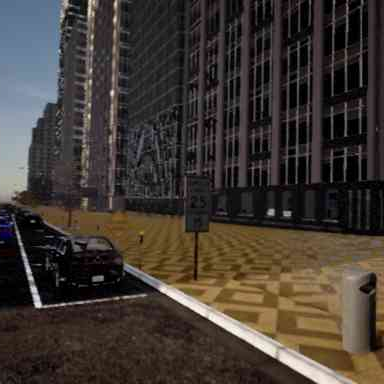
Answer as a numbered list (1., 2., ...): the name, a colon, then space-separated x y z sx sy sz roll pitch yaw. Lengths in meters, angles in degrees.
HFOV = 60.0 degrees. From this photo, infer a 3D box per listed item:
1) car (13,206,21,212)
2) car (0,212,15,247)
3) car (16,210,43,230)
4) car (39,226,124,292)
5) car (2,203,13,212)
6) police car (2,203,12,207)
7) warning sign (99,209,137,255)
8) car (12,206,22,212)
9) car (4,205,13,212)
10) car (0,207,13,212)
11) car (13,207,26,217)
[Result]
1. car: -44.376 4.243 84.178 1.752 1.417 4.829 2 -3 -29
2. car: -10.856 2.043 18.011 1.882 1.535 5.008 3 -3 -29
3. car: -14.338 2.570 29.692 1.947 1.339 4.313 2 -3 -29
4. car: -3.333 1.933 9.998 2.008 1.369 4.403 2 -3 -29
5. car: -43.328 3.690 78.129 2.150 2.045 5.566 2 -2 -29
6. police car: -38.581 3.625 69.378 1.930 1.638 5.238 3 -3 -34
7. warning sign: -3.250 1.702 14.573 1.300 1.860 1.060 3 -3 -29
8. car: -41.571 4.103 79.089 1.887 1.381 4.507 2 -3 -29
9. car: -46.105 4.109 83.633 1.801 1.575 5.366 3 -3 -29
10. car: -21.137 2.703 36.636 2.033 1.411 5.357 3 -3 -29
11. car: -22.508 3.038 44.511 1.947 1.339 4.313 2 -3 -29
